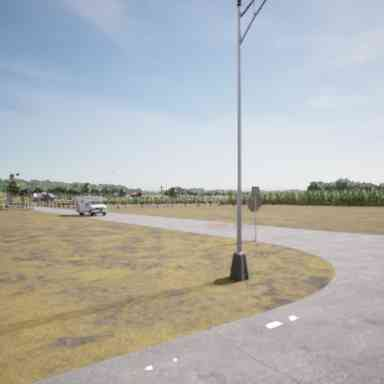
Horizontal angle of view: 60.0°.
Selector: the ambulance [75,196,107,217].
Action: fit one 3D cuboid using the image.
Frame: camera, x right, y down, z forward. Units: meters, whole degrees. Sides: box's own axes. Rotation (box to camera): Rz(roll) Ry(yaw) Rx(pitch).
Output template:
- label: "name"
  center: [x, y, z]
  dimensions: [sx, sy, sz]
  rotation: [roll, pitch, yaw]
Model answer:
- label: "ambulance"
  center: [-12.819, 1.772, 42.278]
  dimensions: [2.351, 2.431, 6.366]
  rotation: [0, -1, -35]
